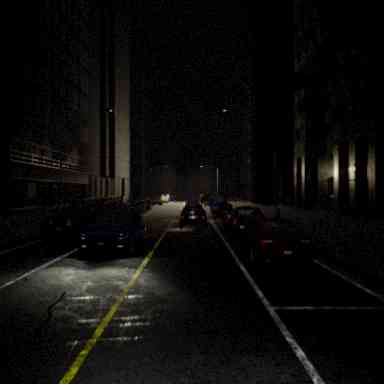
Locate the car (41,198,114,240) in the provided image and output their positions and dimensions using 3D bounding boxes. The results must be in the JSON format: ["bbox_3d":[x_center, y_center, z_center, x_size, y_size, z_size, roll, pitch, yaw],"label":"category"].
[{"bbox_3d":[-5.860,1.316,17.134,2.192,1.841,5.009,0,0,0],"label":"car"}]

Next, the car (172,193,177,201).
[{"bbox_3d":[-5.865,1.693,90.451,1.802,1.307,4.206,0,0,0],"label":"car"}]

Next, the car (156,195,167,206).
[{"bbox_3d":[-5.871,1.581,56.407,1.752,1.417,4.829,0,0,1],"label":"car"}]

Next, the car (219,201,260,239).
[{"bbox_3d":[2.666,1.441,17.120,1.967,1.590,4.097,0,0,0],"label":"car"}]

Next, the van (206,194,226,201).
[{"bbox_3d":[2.663,1.352,34.038,1.690,1.788,3.998,0,0,0],"label":"van"}]

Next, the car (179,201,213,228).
[{"bbox_3d":[0.089,1.550,22.174,2.033,1.411,5.357,0,0,0],"label":"car"}]

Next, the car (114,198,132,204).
[{"bbox_3d":[-5.860,1.317,22.772,2.192,1.841,5.009,0,0,0],"label":"car"}]

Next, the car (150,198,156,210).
[{"bbox_3d":[-5.862,1.459,39.691,1.967,1.590,4.097,0,0,0],"label":"car"}]

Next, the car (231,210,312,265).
[{"bbox_3d":[2.666,1.546,11.481,1.887,1.381,4.507,0,0,0],"label":"car"}]

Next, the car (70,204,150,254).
[{"bbox_3d":[-3.103,1.479,13.756,1.882,1.535,5.008,0,0,0],"label":"car"}]

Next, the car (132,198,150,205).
[{"bbox_3d":[-5.862,1.451,34.052,1.967,1.590,4.097,0,0,0],"label":"car"}]

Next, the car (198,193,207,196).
[{"bbox_3d":[2.661,1.386,62.230,2.192,1.841,5.009,0,0,0],"label":"car"}]

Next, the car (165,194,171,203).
[{"bbox_3d":[-5.865,1.608,67.720,1.752,1.417,4.829,0,0,0],"label":"car"}]

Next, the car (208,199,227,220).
[{"bbox_3d":[2.665,1.571,28.398,1.947,1.339,4.313,0,0,0],"label":"car"}]

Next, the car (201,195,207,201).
[{"bbox_3d":[2.663,1.569,51.162,1.752,1.417,4.829,0,0,1],"label":"car"}]

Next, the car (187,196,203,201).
[{"bbox_3d":[0.088,1.549,42.432,1.812,1.442,4.674,0,0,0],"label":"car"}]
